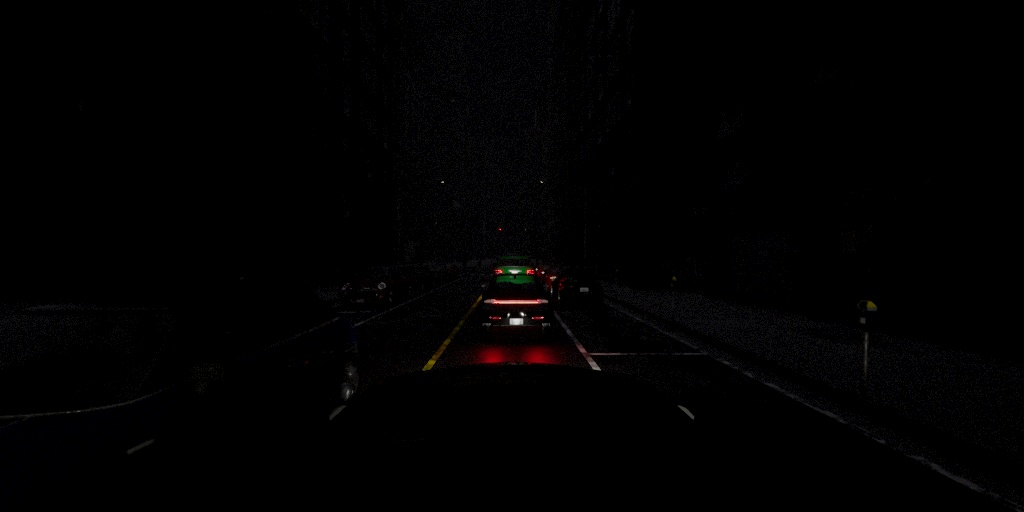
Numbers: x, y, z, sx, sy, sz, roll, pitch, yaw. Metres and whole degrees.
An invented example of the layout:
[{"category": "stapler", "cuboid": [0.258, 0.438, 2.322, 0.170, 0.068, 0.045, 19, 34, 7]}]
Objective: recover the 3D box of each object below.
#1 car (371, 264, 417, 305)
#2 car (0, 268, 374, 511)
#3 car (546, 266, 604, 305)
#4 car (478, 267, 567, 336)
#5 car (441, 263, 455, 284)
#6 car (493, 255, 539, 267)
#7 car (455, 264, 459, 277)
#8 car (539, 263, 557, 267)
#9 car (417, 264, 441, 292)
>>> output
[{"category": "car", "cuboid": [-5.776, 1.188, 15.650, 1.967, 1.591, 4.097, 0, 0, 0]}, {"category": "car", "cuboid": [-3.102, 1.101, 2.970, 2.097, 1.767, 4.553, 0, 0, 0]}, {"category": "car", "cuboid": [2.750, 1.314, 15.657, 1.948, 1.339, 4.313, 0, 0, 0]}, {"category": "car", "cuboid": [0.093, 1.240, 10.387, 2.128, 1.511, 4.902, 0, 0, 0]}, {"category": "car", "cuboid": [-5.784, 1.299, 26.660, 2.007, 1.370, 4.403, 0, 0, 0]}, {"category": "car", "cuboid": [0.086, 0.970, 20.307, 2.150, 2.045, 5.566, 0, 0, -1]}, {"category": "car", "cuboid": [-5.789, 1.294, 32.166, 1.888, 1.381, 4.507, 0, 0, 0]}, {"category": "car", "cuboid": [2.746, 1.293, 21.161, 1.888, 1.381, 4.507, 0, 0, 0]}, {"category": "car", "cuboid": [-5.780, 1.314, 21.155, 1.948, 1.339, 4.313, 0, 0, 0]}]
